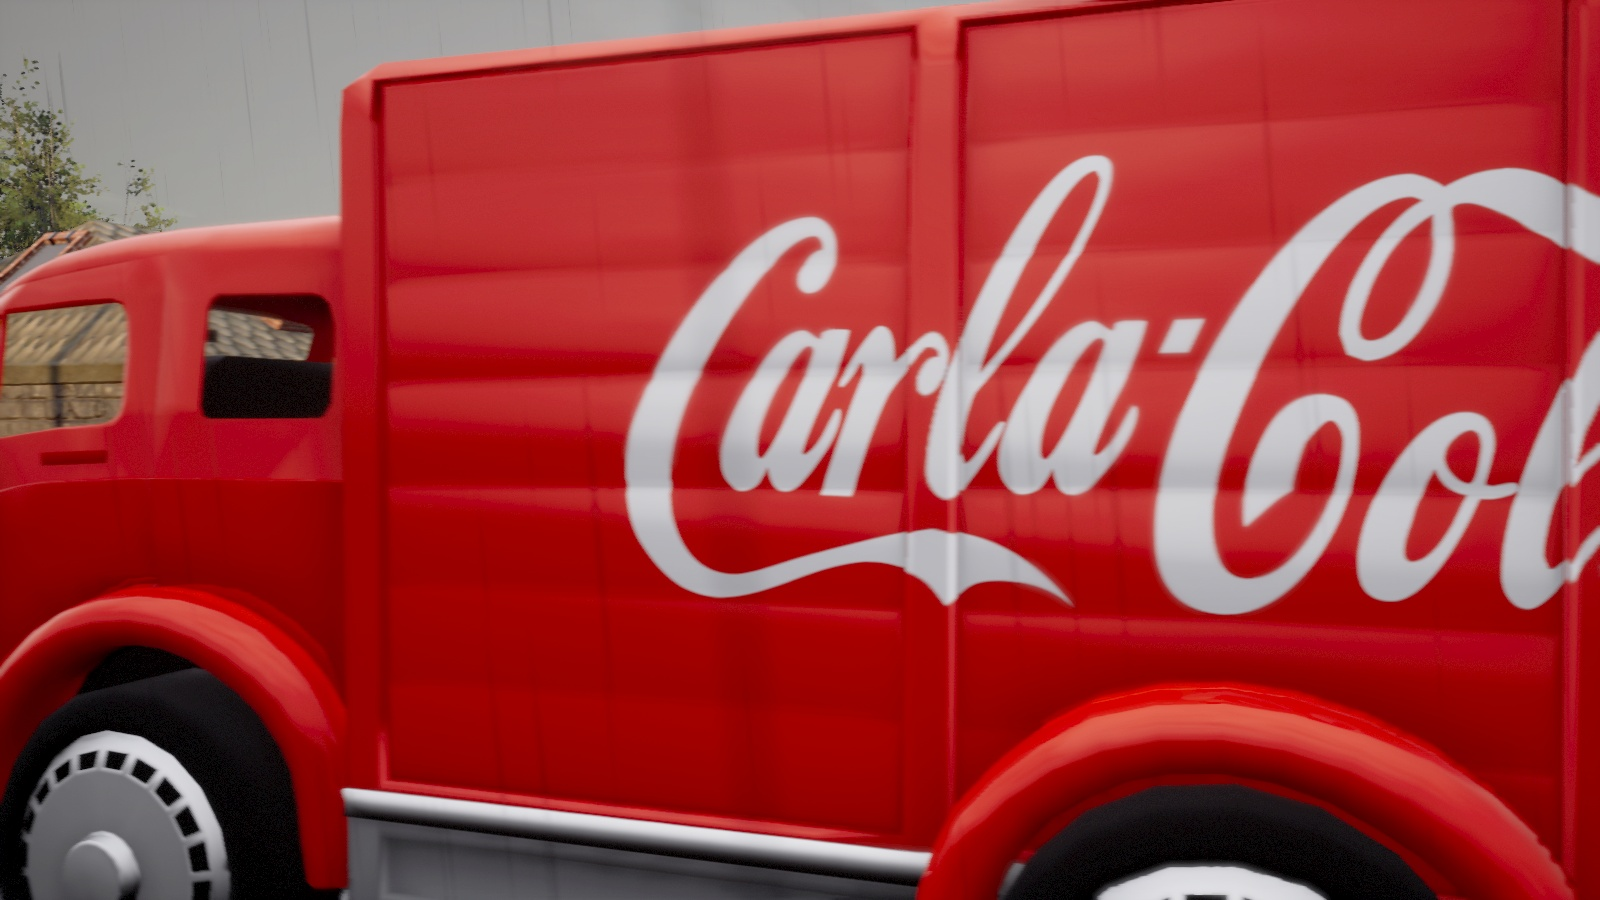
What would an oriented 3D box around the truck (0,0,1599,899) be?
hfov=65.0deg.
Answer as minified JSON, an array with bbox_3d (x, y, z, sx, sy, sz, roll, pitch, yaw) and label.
[{"bbox_3d":[-0.164,0.279,3.769,5.204,2.467,2.627,1,1,19],"label":"truck"}]
